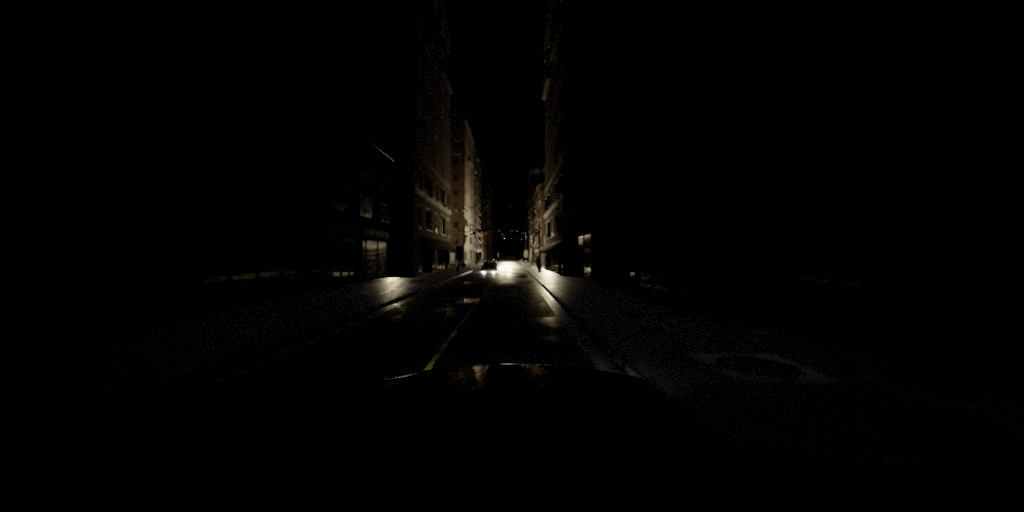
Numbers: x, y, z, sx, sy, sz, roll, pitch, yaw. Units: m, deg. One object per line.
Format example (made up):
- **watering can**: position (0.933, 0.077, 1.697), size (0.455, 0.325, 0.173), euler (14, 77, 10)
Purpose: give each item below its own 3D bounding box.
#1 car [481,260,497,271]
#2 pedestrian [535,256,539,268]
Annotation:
- **car**: position (-3.002, 1.267, 48.580), size (1.994, 1.385, 4.181), euler (0, 0, 0)
- **pedestrian**: position (3.638, 0.842, 51.722), size (0.375, 1.860, 0.375), euler (0, 0, 0)
